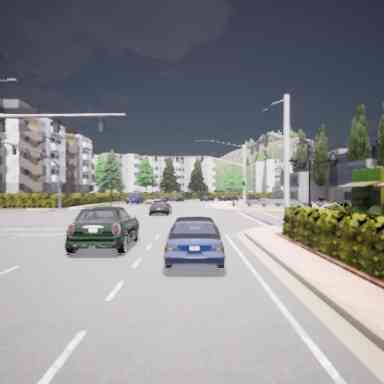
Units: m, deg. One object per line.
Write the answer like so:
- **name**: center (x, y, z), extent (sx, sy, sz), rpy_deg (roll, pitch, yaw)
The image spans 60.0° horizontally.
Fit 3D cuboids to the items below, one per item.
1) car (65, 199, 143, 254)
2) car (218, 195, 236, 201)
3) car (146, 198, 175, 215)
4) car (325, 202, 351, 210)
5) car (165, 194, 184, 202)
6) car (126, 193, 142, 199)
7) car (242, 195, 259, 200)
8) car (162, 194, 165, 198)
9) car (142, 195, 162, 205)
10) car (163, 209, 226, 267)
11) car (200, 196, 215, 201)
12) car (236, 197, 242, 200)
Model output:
- **car**: center (-3.463, 1.349, 13.641), extent (2.097, 1.767, 4.553), rpy_deg (0, 0, -1)
- **car**: center (7.997, 1.508, 79.395), extent (1.812, 1.442, 4.674), rpy_deg (0, 0, 38)
- **car**: center (-3.125, 1.557, 33.535), extent (1.994, 1.385, 4.181), rpy_deg (0, 0, 1)
- **car**: center (12.098, 1.486, 23.987), extent (4.902, 1.511, 2.128), rpy_deg (0, 0, 2)
- **car**: center (-3.489, 1.340, 73.439), extent (2.097, 1.767, 4.553), rpy_deg (0, 0, 22)
- **car**: center (-10.302, 1.208, 59.775), extent (2.150, 2.045, 5.566), rpy_deg (0, 0, 4)
- **car**: center (15.115, 1.522, 86.515), extent (5.357, 1.411, 2.033), rpy_deg (0, 0, -36)
- **car**: center (-6.438, 1.340, 75.418), extent (2.097, 1.767, 4.553), rpy_deg (0, 0, 22)
- **car**: center (-6.914, 1.589, 58.086), extent (1.895, 1.301, 4.718), rpy_deg (0, 0, 3)
- **car**: center (0.080, 1.545, 11.364), extent (2.033, 1.411, 5.357), rpy_deg (0, 0, 0)
- **car**: center (3.694, 1.536, 79.399), extent (1.994, 1.385, 4.181), rpy_deg (0, 0, 35)
- **car**: center (10.253, 1.506, 87.002), extent (4.674, 1.442, 1.812), rpy_deg (0, 0, -39)
